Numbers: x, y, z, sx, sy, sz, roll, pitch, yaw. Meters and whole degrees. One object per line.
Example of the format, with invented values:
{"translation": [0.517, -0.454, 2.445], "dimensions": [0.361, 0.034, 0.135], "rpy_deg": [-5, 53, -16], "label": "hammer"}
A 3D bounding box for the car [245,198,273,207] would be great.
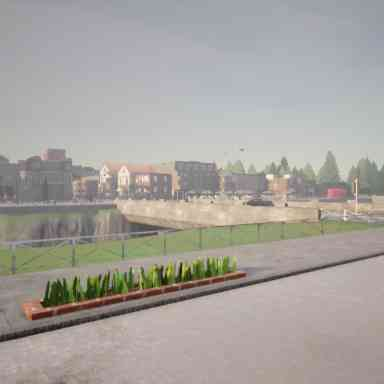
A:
{"translation": [8.968, 1.525, 45.464], "dimensions": [1.812, 1.442, 4.674], "rpy_deg": [0, 0, -35], "label": "car"}
